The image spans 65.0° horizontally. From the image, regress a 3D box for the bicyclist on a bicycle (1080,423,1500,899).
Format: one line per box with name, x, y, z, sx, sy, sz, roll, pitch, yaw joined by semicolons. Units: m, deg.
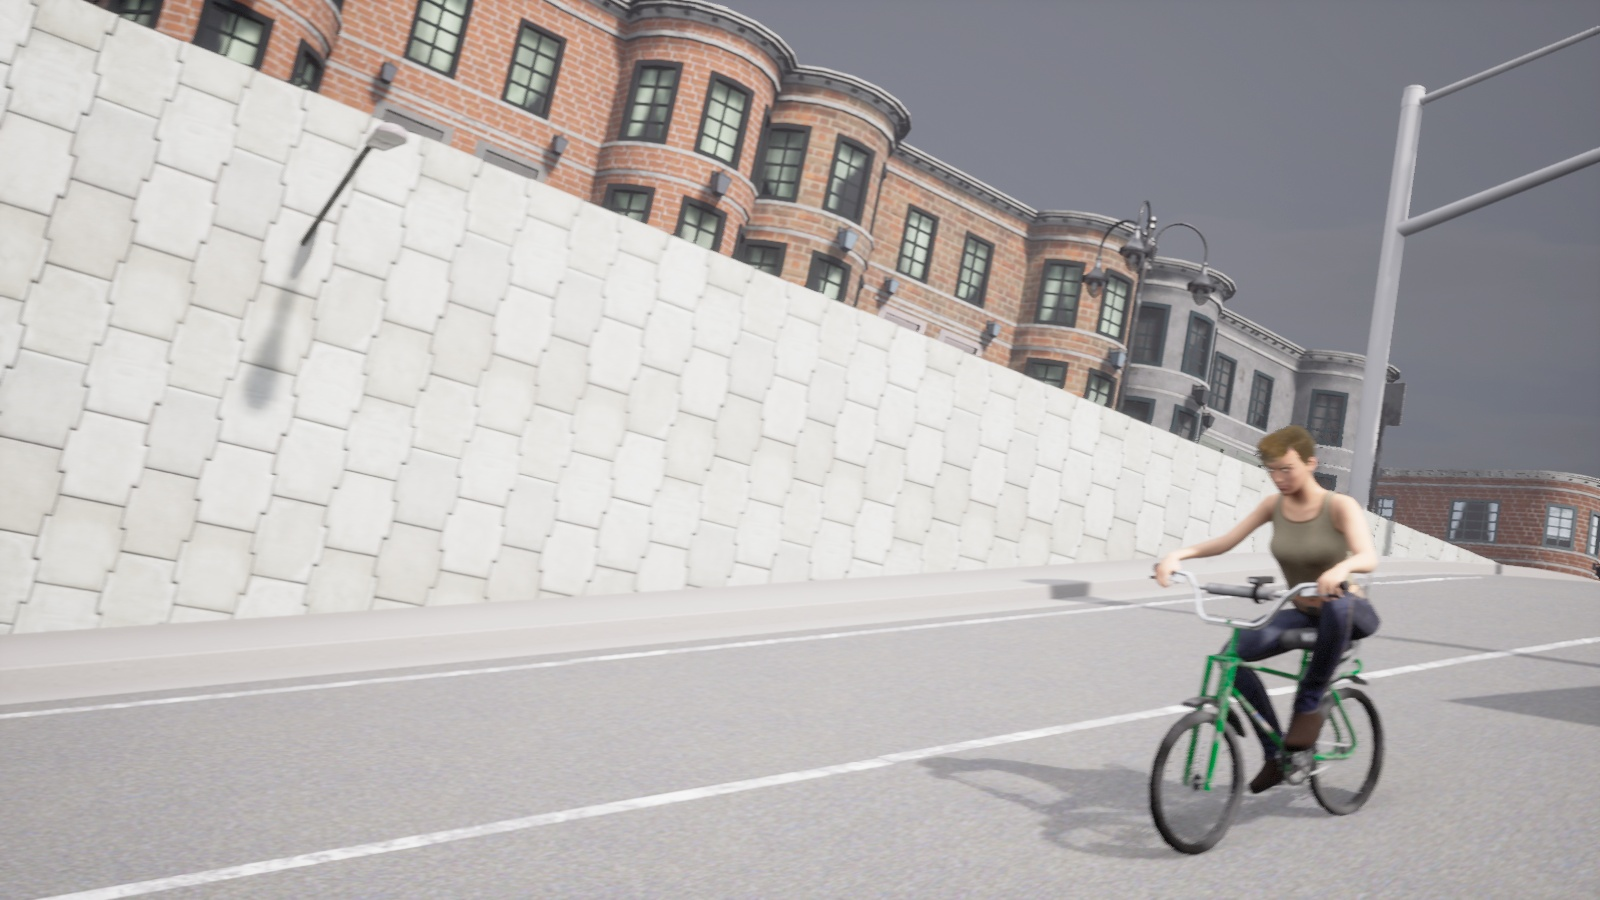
bicyclist on a bicycle;1.975;0.722;5.026;1.509;1.612;0.866;1;0;-35
